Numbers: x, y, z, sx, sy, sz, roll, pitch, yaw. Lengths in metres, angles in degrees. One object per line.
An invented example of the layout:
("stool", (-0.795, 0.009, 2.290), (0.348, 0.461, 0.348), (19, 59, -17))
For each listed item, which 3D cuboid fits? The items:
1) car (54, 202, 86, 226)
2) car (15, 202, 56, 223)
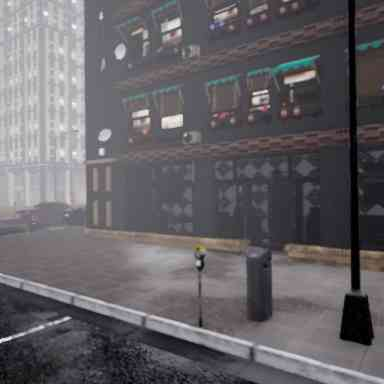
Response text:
("car", (-6.542, 1.450, 22.280), (1.947, 1.339, 4.313), (0, 1, 35))
("car", (-11.185, 1.487, 25.764), (1.812, 1.442, 4.674), (-1, 0, 35))
